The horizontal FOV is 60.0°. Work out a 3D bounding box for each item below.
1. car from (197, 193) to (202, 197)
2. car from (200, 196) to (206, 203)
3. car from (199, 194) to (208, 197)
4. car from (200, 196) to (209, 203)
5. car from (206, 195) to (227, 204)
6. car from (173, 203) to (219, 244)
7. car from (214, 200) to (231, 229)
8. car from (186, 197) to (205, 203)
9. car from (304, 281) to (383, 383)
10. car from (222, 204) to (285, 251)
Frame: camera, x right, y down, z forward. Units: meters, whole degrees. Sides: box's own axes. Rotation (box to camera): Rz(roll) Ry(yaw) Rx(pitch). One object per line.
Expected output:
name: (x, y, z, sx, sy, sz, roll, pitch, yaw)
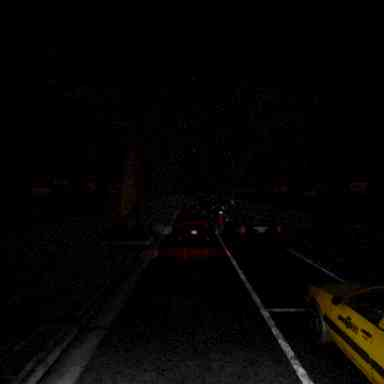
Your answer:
car: (2.605, 1.416, 64.414, 2.192, 1.841, 5.009, 0, 0, 0)
car: (2.611, 1.681, 53.323, 1.947, 1.339, 4.313, 0, 0, 0)
car: (2.608, 1.633, 59.039, 1.752, 1.417, 4.829, 0, 0, 0)
car: (2.603, 1.619, 70.130, 1.752, 1.417, 4.829, 0, 0, 0)
car: (2.734, 1.460, 31.787, 2.097, 1.767, 4.553, 0, 0, 0)
car: (0.089, 1.545, 16.359, 1.882, 1.535, 5.008, 0, 0, 0)
car: (2.623, 1.519, 20.042, 1.967, 1.590, 4.097, 0, 0, 0)
car: (0.081, 1.589, 33.499, 1.882, 1.535, 5.008, 0, 0, 0)
car: (2.630, 1.543, 3.571, 1.752, 1.417, 4.829, 0, 0, 0)
car: (2.625, 1.501, 14.495, 1.967, 1.590, 4.097, 0, 0, 0)
